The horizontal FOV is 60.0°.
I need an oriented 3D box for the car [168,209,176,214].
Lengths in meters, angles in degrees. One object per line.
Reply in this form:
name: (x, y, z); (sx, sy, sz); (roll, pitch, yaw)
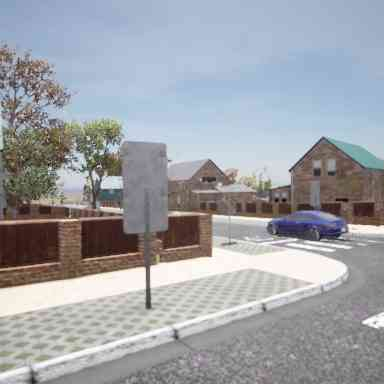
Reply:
car: (-3.043, 1.888, 28.926); (2.097, 1.767, 4.553); (-1, 0, -31)

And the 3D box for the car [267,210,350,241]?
car: (6.182, 1.745, 18.170); (1.812, 1.442, 4.674); (-3, 0, -32)

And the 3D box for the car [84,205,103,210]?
car: (-14.308, 2.546, 48.214); (1.994, 1.385, 4.181); (-1, -1, -30)
